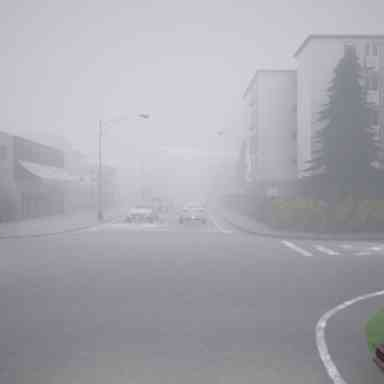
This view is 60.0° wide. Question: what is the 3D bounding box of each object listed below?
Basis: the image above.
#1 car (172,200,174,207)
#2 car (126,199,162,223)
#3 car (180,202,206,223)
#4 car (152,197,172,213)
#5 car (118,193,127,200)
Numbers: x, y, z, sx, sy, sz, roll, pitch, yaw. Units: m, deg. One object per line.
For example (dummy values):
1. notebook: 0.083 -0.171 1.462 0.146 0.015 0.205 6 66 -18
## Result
1. car: -3.666 1.513 46.888 1.812 1.442 4.674 0 0 0
2. car: -3.730 1.519 25.624 1.812 1.442 4.674 0 0 2
3. car: 0.053 1.517 25.359 1.812 1.442 4.674 0 0 0
4. car: -3.661 1.342 36.221 2.097 1.767 4.553 0 0 0
5. car: -19.093 1.465 91.803 2.007 1.523 4.514 0 0 0
